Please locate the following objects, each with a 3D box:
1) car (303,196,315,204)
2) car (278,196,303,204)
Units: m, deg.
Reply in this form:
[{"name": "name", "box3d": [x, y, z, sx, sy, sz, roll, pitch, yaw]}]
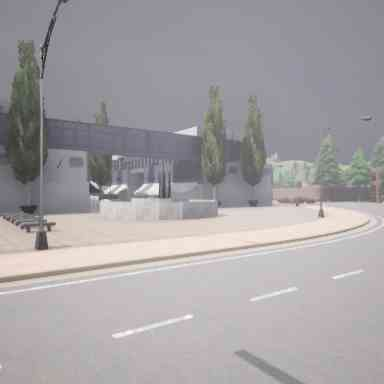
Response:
[{"name": "car", "box3d": [20.816, 1.509, 62.275, 1.882, 1.535, 5.008, 0, 0, -25]}, {"name": "car", "box3d": [17.632, 1.597, 60.822, 1.994, 1.385, 4.181, 0, 0, -25]}]
